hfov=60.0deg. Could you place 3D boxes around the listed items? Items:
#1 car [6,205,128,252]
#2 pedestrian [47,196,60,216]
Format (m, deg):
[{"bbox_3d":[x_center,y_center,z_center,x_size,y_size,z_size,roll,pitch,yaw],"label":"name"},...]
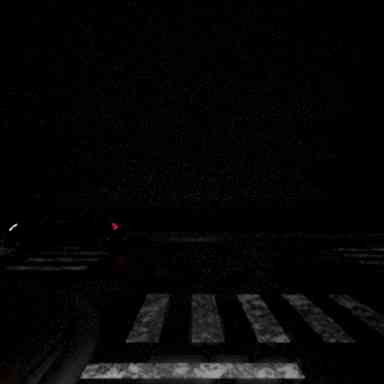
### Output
[{"bbox_3d":[-4.988,1.373,13.554,4.553,1.767,2.097,0,1,0],"label":"car"},{"bbox_3d":[-6.856,1.101,16.459,0.375,1.860,0.375,0,1,0],"label":"pedestrian"}]
